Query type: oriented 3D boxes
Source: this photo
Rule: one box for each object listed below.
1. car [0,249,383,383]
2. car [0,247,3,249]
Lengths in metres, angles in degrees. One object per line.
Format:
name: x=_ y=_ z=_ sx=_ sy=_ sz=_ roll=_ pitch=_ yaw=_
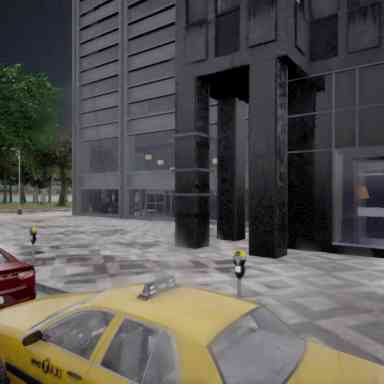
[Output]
car: x=-0.521 y=1.525 z=3.335 sx=4.829 sy=1.417 sz=1.752 roll=0 pitch=0 yaw=36
car: x=-4.806 y=1.544 z=6.398 sx=4.507 sy=1.381 sz=1.887 roll=0 pitch=0 yaw=36
